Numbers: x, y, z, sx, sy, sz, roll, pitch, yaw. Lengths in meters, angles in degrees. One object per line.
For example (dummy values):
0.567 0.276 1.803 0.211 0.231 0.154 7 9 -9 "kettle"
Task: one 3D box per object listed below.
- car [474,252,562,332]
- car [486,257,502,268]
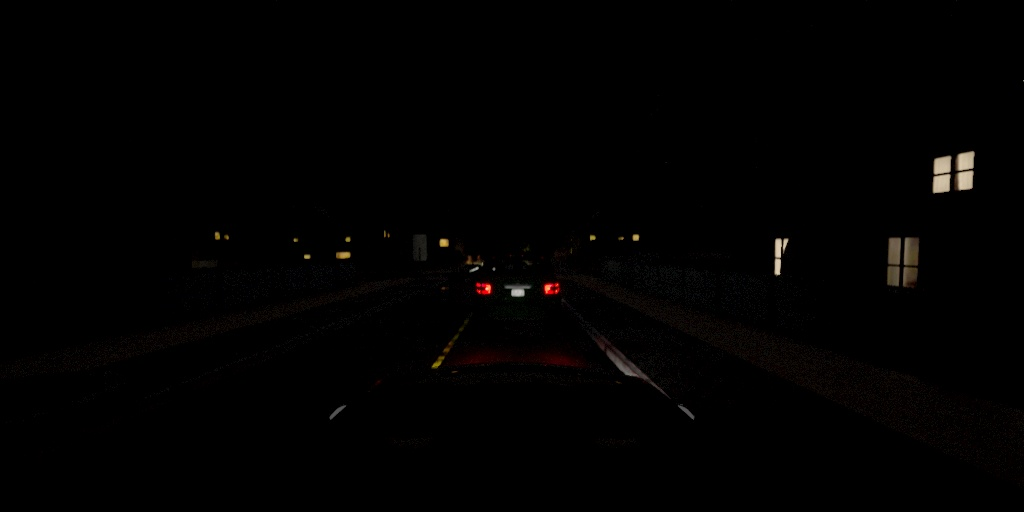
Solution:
0.143 0.892 10.719 2.150 2.045 5.566 0 1 0 "car"
-2.563 0.847 52.495 2.128 1.511 4.902 0 0 1 "car"
